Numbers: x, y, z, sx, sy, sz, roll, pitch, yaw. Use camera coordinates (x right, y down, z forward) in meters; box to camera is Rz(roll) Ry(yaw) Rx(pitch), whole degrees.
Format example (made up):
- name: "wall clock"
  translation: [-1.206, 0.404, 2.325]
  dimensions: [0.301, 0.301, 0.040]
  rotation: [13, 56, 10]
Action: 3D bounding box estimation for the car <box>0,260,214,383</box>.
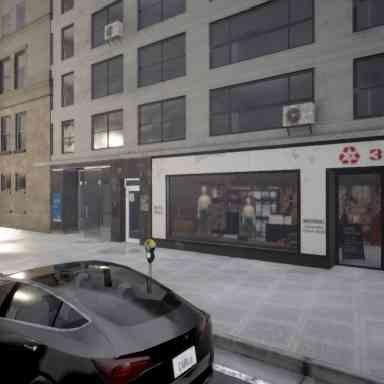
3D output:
- name: "car"
  translation: [-1.755, 1.566, 4.218]
  dimensions: [4.313, 1.339, 1.947]
  rotation: [0, 0, 36]
